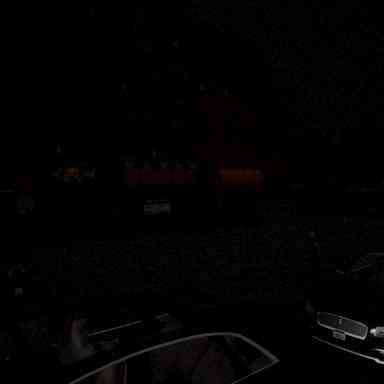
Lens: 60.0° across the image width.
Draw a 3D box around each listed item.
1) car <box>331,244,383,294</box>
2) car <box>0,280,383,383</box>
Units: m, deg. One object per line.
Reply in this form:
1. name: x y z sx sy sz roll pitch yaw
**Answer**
1. car: 3.605 1.548 5.416 4.403 1.369 2.008 0 -2 -36
2. car: -0.827 1.551 2.246 4.403 1.369 2.008 0 -2 -36
